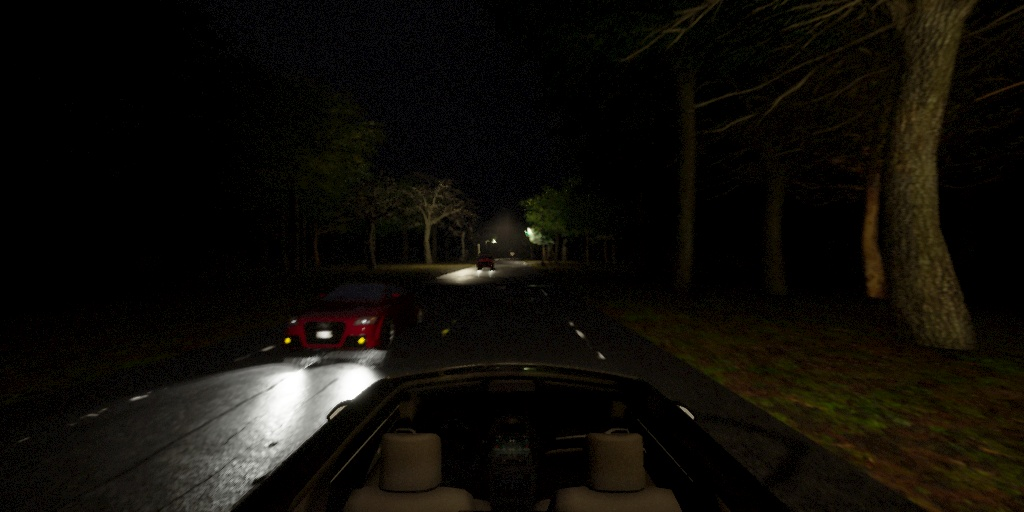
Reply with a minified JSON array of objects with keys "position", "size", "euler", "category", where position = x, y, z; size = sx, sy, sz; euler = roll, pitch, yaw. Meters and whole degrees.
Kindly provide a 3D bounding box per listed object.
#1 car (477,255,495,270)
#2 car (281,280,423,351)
[{"position":[-3.547,0.869,49.492],"size":[2.150,2.045,5.566],"euler":[0,0,1],"category":"car"},{"position":[-3.591,1.311,8.848],"size":[1.994,1.385,4.181],"euler":[0,0,0],"category":"car"}]
